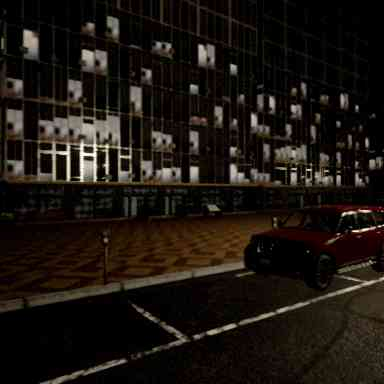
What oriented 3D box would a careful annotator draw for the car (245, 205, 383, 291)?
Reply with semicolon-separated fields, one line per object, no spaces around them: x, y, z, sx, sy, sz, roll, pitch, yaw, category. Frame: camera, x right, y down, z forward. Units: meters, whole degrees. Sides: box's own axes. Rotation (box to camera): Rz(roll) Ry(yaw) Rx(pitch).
3.757;1.320;9.239;5.009;1.841;2.192;0;0;-35;car
